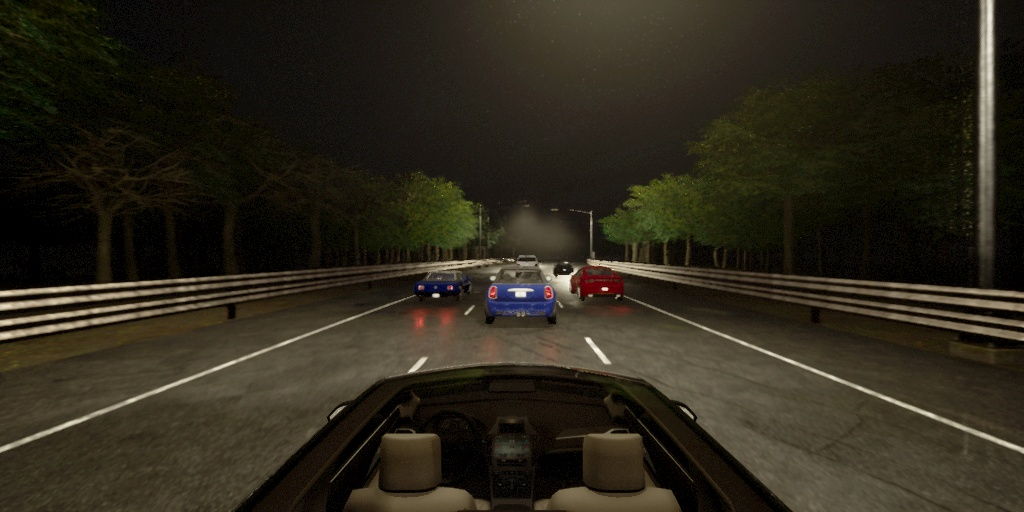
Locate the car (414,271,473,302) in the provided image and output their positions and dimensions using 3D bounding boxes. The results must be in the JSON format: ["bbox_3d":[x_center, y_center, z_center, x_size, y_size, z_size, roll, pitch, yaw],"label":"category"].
[{"bbox_3d":[-3.050,1.346,17.030,1.895,1.301,4.718,0,0,2],"label":"car"}]

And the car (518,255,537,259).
[{"bbox_3d":[1.568,0.967,34.822,2.150,2.045,5.566,0,0,5],"label":"car"}]

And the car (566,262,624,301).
[{"bbox_3d":[3.980,1.231,17.436,1.882,1.535,5.008,0,0,2],"label":"car"}]

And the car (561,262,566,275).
[{"bbox_3d":[5.253,1.313,36.682,1.994,1.385,4.181,0,0,5],"label":"car"}]

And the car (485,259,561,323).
[{"bbox_3d":[0.298,1.102,12.229,2.097,1.767,4.553,0,0,1],"label":"car"}]
